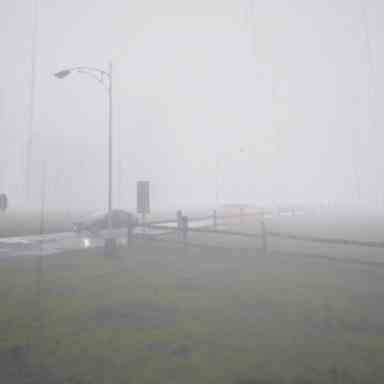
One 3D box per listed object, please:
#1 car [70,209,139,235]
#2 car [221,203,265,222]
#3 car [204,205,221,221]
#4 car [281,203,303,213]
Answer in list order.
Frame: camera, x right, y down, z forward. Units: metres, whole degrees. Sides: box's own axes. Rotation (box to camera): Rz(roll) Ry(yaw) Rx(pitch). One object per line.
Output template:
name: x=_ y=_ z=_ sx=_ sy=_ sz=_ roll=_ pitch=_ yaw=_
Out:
car: x=-5.383 y=1.809 z=21.067 sx=1.812 sy=1.442 sz=4.674 roll=-1 pitch=-1 yaw=36
car: x=4.996 y=1.824 z=30.527 sx=2.097 sy=1.767 sz=4.553 roll=-1 pitch=-1 yaw=36
car: x=3.042 y=2.006 z=32.853 sx=2.128 sy=1.511 sz=4.902 roll=-1 pitch=-1 yaw=36
car: x=14.932 y=2.382 z=49.325 sx=2.033 sy=1.411 sz=5.357 roll=-1 pitch=-1 yaw=36
